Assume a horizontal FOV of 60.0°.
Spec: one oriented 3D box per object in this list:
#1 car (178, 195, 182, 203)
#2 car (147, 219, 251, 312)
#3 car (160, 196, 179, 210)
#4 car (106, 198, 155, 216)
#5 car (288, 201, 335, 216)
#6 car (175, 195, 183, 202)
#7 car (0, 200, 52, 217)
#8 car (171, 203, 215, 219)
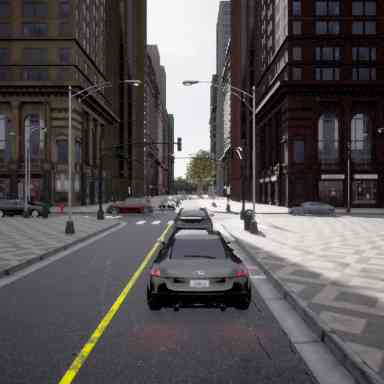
[{"bbox_3d":[-3.089,1.494,52.937,2.128,1.511,4.902,0,0,0],"label":"car"},{"bbox_3d":[0.108,1.564,7.812,1.994,1.385,4.181,0,0,-1],"label":"car"},{"bbox_3d":[-3.089,1.547,43.176,2.033,1.411,5.357,0,0,0],"label":"car"},{"bbox_3d":[-5.899,1.341,32.173,4.553,1.767,2.097,0,0,0],"label":"car"},{"bbox_3d":[11.515,1.602,32.167,4.181,1.385,1.994,0,0,0],"label":"car"},{"bbox_3d":[-2.996,1.541,77.755,1.812,1.442,4.674,0,0,0],"label":"car"},{"bbox_3d":[-14.747,1.454,28.968,4.892,1.490,1.837,0,0,-1],"label":"car"},{"bbox_3d":[0.062,1.505,16.720,1.837,1.490,4.892,0,0,0],"label":"car"}]
